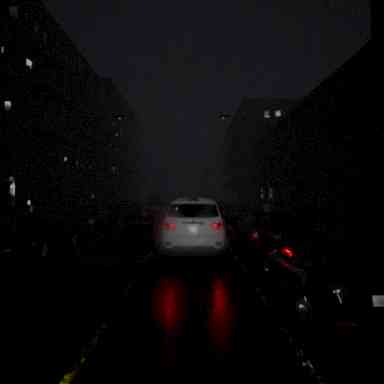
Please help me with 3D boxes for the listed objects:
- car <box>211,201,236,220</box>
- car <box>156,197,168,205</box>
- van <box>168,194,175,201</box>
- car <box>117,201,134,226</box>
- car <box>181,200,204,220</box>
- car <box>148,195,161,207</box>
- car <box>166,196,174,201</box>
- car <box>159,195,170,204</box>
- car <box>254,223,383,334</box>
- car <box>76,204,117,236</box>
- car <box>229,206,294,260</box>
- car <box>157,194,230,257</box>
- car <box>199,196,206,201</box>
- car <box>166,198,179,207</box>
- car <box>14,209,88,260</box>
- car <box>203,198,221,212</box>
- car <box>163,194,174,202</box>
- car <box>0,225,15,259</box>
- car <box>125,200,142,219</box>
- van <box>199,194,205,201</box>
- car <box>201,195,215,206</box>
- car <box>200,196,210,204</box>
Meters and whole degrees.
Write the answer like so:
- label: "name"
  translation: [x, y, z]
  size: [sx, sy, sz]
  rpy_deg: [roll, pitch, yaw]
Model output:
- label: "car"
  translation: [2.707, 1.549, 29.680]
  size: [1.752, 1.417, 4.829]
  rpy_deg: [0, 0, 0]
- label: "car"
  translation: [-5.663, 1.643, 63.656]
  size: [2.008, 1.369, 4.403]
  rpy_deg: [0, 0, 0]
- label: "van"
  translation: [-5.653, 1.521, 92.105]
  size: [1.690, 1.788, 3.998]
  rpy_deg: [0, 0, 0]
- label: "car"
  translation: [-5.676, 1.562, 23.827]
  size: [1.887, 1.381, 4.507]
  rpy_deg: [0, 0, 0]
- label: "car"
  translation: [0.080, 1.530, 29.223]
  size: [1.837, 1.490, 4.892]
  rpy_deg: [0, 0, 0]
- label: "car"
  translation: [-5.666, 1.378, 52.276]
  size: [2.192, 1.841, 5.009]
  rpy_deg: [0, 0, 0]
- label: "car"
  translation: [-5.657, 1.684, 86.247]
  size: [1.752, 1.417, 4.829]
  rpy_deg: [0, 0, 0]
- label: "car"
  translation: [-5.661, 1.547, 69.347]
  size: [1.967, 1.590, 4.097]
  rpy_deg: [0, 0, 0]
- label: "car"
  translation: [2.699, 1.569, 6.750]
  size: [1.947, 1.339, 4.313]
  rpy_deg: [0, 0, 0]
- label: "car"
  translation: [-5.677, 1.452, 18.138]
  size: [1.967, 1.590, 4.097]
  rpy_deg: [0, 0, 0]
- label: "car"
  translation: [2.702, 1.446, 12.441]
  size: [1.967, 1.590, 4.097]
  rpy_deg: [0, 0, 0]
- label: "car"
  translation: [0.071, 1.231, 13.178]
  size: [2.150, 2.045, 5.566]
  rpy_deg: [0, 0, 1]
- label: "car"
  translation: [2.723, 1.741, 86.412]
  size: [1.802, 1.307, 4.206]
  rpy_deg: [0, 0, 0]
- label: "car"
  translation: [-3.051, 1.665, 52.833]
  size: [1.895, 1.301, 4.718]
  rpy_deg: [0, 0, 0]
- label: "car"
  translation: [-5.680, 1.552, 12.447]
  size: [1.887, 1.381, 4.507]
  rpy_deg: [0, 0, 0]
- label: "car"
  translation: [2.369, 1.542, 39.912]
  size: [1.837, 1.490, 4.892]
  rpy_deg: [0, 0, 0]
- label: "car"
  translation: [-5.657, 1.455, 80.727]
  size: [2.192, 1.841, 5.009]
  rpy_deg: [0, 0, 0]
- label: "car"
  translation: [-5.681, 1.585, 6.757]
  size: [1.802, 1.307, 4.206]
  rpy_deg: [0, 0, 0]
- label: "car"
  translation: [-5.673, 1.464, 29.516]
  size: [1.967, 1.590, 4.097]
  rpy_deg: [0, 0, 0]
- label: "van"
  translation: [2.727, 1.520, 92.100]
  size: [1.690, 1.788, 3.998]
  rpy_deg: [0, 0, 0]
- label: "car"
  translation: [2.716, 1.392, 57.962]
  size: [2.192, 1.841, 5.009]
  rpy_deg: [0, 0, 0]
- label: "car"
  translation: [2.719, 1.546, 69.341]
  size: [1.967, 1.590, 4.097]
  rpy_deg: [0, 0, 0]
